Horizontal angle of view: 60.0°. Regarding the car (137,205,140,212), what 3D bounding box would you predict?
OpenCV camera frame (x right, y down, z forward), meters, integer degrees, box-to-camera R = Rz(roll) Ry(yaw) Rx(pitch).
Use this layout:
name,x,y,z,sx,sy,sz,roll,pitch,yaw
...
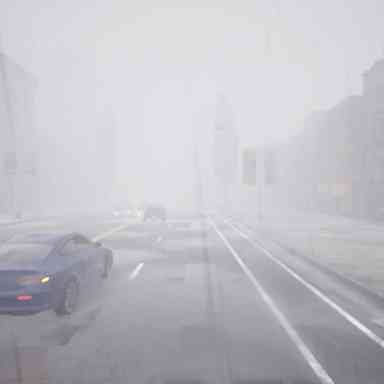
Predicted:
name,x,y,z,sx,sy,sz,roll,pitch,yaw
car,-6.596,2.125,47.799,1.895,1.301,4.718,0,-1,0

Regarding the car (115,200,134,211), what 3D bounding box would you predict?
name,x,y,z,sx,sy,sz,roll,pitch,yaw
car,-9.841,1.891,48.714,2.097,1.767,4.553,0,-1,0

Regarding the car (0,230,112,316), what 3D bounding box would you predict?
name,x,y,z,sx,sy,sz,roll,pitch,yaw
car,-3.154,1.585,7.493,1.812,1.442,4.674,0,0,0

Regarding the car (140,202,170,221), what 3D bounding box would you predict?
name,x,y,z,sx,sy,sz,roll,pitch,yaw
car,-3.164,1.773,29.841,1.837,1.490,4.892,0,-1,0

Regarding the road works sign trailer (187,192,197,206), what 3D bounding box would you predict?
name,x,y,z,sx,sy,sz,roll,pitch,yaw
road works sign trailer,-0.037,1.773,83.085,2.380,3.560,2.880,0,-2,0
